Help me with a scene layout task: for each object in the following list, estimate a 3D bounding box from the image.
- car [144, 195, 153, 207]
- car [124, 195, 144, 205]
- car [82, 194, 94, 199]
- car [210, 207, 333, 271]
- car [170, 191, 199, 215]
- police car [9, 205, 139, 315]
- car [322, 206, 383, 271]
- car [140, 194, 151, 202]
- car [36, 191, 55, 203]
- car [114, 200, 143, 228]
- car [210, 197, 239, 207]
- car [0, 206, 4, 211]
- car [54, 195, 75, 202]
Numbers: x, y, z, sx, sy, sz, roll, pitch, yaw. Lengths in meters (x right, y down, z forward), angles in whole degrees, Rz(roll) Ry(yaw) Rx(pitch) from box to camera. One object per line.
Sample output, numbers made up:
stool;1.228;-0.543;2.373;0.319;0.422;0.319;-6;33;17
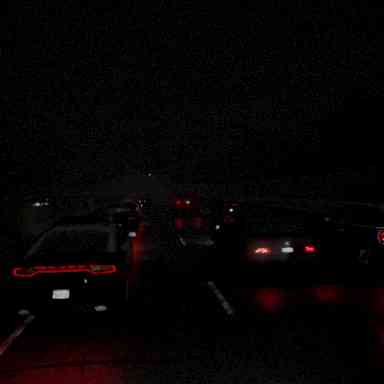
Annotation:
car;-6.232;1.219;44.356;2.033;1.411;5.357;0;0;-7
car;-4.514;1.240;23.623;1.801;1.575;5.366;0;0;-8
car;-19.257;1.167;61.908;1.837;1.490;4.892;0;0;-7
car;1.953;1.421;10.505;2.033;1.411;5.357;0;1;-8
car;-0.709;0.946;30.180;2.150;2.045;5.566;0;0;-8
police car;-2.360;1.344;7.676;1.930;1.638;5.238;0;1;-8
car;5.455;1.210;10.705;2.097;1.767;4.553;0;1;-8
car;-8.682;1.177;62.321;1.994;1.385;4.181;0;0;-8
car;-25.955;0.923;59.259;2.150;2.045;5.566;0;0;-7
car;-3.685;1.356;17.486;1.812;1.442;4.674;0;0;-8
car;2.885;1.217;29.732;1.837;1.490;4.892;0;0;-8
car;-13.816;1.317;21.150;1.882;1.535;5.008;0;0;-8
car;-22.506;1.232;59.843;2.033;1.411;5.357;0;0;-7
